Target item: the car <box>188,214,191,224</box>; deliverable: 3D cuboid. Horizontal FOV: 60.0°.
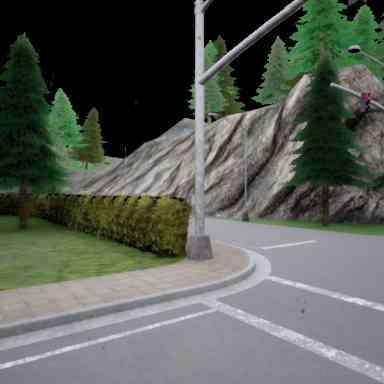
[{"bbox_3d":[-2.027,1.477,22.636,1.882,1.535,5.008,0,0,-38],"label":"car"}]
